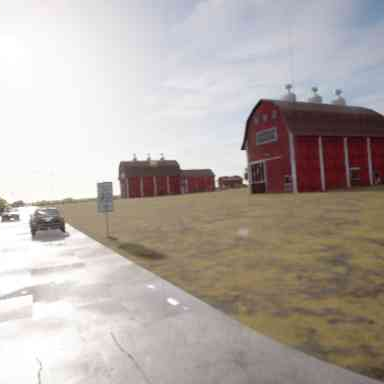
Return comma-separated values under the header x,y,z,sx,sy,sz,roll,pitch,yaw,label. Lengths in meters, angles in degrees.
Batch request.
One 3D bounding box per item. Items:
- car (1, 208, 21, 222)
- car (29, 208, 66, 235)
x,y,z,sx,sy,sz,roll,pitch,yaw,label
-21.271,2.611,39.288,2.033,1.411,5.357,-4,1,-27,car
-10.213,1.882,23.312,2.097,1.767,4.553,-4,1,-27,car
